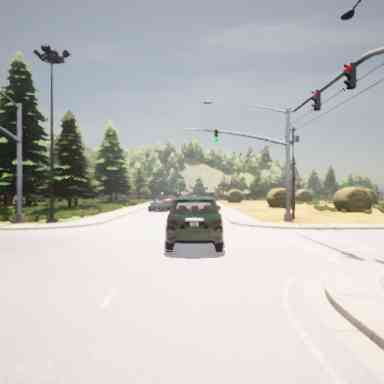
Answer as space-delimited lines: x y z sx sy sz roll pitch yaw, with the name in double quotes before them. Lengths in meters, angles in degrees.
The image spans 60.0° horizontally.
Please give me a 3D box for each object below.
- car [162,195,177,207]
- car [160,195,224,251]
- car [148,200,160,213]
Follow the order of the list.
"car" -3.574 1.325 52.932 2.097 1.767 4.553 0 0 0
"car" 0.089 1.197 14.050 2.150 2.045 5.566 0 0 0
"car" -3.597 1.545 36.158 1.994 1.385 4.181 0 0 0
